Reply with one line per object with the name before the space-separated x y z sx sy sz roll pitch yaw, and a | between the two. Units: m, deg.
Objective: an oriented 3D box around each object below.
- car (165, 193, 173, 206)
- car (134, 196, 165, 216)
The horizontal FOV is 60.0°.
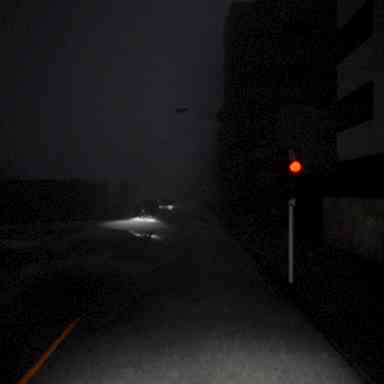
car | -4.096 1.328 52.437 1.837 1.490 4.892 0 0 0
car | -4.169 1.385 31.297 2.128 1.511 4.902 0 0 2
